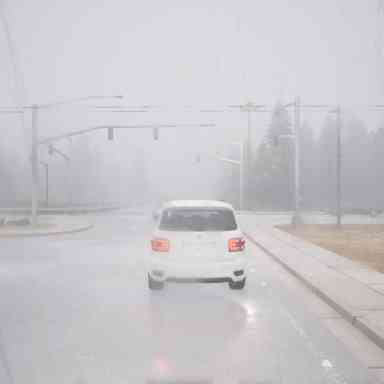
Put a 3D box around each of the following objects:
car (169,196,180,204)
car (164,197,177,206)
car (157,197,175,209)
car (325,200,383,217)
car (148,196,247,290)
[{"bbox_3d":[-3.438,1.564,65.885,1.994,1.385,4.181,0,0,1],"label":"car"},{"bbox_3d":[-3.564,1.564,56.019,1.994,1.385,4.181,0,0,0],"label":"car"},{"bbox_3d":[-3.589,1.492,46.178,2.128,1.511,4.902,0,0,0],"label":"car"},{"bbox_3d":[14.897,1.518,30.628,4.902,1.511,2.128,0,0,1],"label":"car"},{"bbox_3d":[0.066,1.218,9.220,2.150,2.045,5.566,0,0,-2],"label":"car"}]
